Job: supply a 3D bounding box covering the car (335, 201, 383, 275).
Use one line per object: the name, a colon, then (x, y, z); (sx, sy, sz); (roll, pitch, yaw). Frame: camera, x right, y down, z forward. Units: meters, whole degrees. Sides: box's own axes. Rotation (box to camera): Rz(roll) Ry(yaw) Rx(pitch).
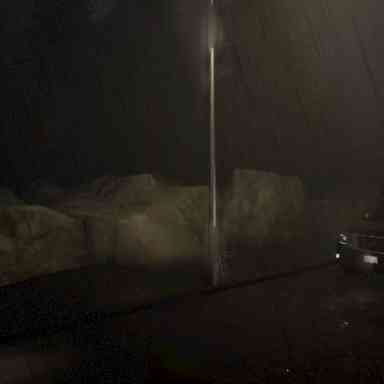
car: (6.254, 1.145, 9.064); (5.566, 2.045, 2.150); (0, 0, -35)
